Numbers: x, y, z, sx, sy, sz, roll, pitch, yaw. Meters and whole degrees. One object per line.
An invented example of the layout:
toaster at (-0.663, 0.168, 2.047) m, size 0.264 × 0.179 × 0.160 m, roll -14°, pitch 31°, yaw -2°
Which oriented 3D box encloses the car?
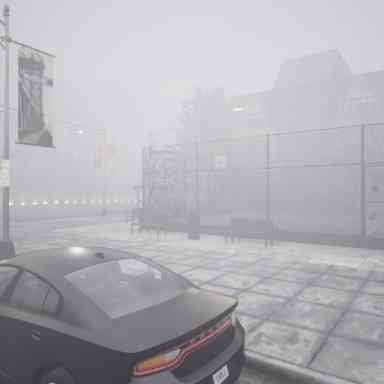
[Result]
car at (-1.763, 1.480, 4.390) m, size 5.008 × 1.535 × 2.097 m, roll 0°, pitch 0°, yaw 35°
